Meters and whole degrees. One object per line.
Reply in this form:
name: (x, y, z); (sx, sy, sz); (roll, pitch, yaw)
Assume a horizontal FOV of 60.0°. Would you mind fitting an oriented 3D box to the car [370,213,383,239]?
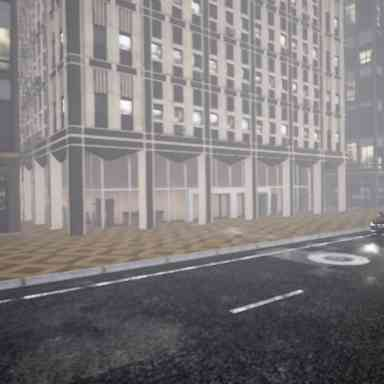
car: (9.815, 1.301, 14.893); (4.892, 1.490, 1.837); (-1, 1, -37)
